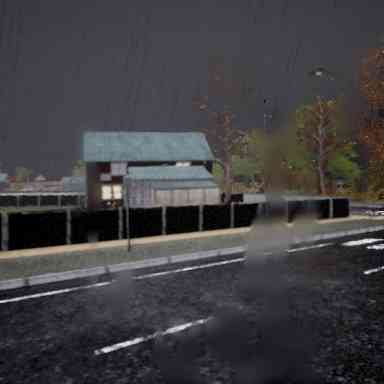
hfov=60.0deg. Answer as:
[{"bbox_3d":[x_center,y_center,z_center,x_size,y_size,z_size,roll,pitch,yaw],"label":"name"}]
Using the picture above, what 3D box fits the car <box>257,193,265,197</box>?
[{"bbox_3d":[10.587,0.909,51.988,1.994,1.385,4.181,-2,1,-14],"label":"car"}]
